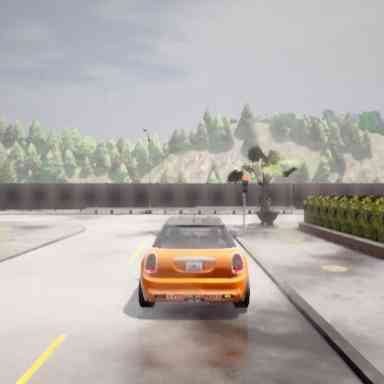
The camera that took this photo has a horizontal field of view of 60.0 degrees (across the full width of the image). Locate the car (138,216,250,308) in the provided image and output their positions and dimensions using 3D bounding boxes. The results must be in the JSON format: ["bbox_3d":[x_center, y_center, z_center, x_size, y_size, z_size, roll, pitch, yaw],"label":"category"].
[{"bbox_3d":[0.056,1.347,8.090,2.097,1.767,4.553,0,0,0],"label":"car"}]
